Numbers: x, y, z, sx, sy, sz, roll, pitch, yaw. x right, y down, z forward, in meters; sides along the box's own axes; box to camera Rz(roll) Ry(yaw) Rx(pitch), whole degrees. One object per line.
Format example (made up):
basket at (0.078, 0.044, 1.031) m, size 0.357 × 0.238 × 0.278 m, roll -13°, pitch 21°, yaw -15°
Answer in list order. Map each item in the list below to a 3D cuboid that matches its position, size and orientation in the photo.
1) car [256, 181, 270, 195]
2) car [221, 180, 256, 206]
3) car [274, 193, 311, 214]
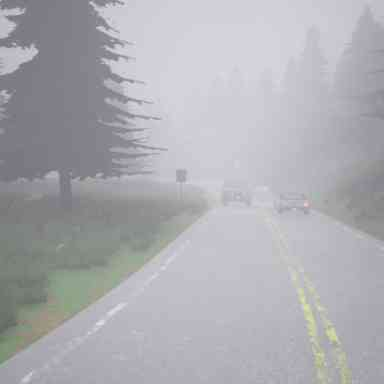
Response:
car at (6.642, -0.583, 36.390) m, size 1.895 × 1.301 × 4.718 m, roll -1°, pitch 12°, yaw -13°
car at (3.594, 0.027, 27.708) m, size 2.150 × 2.045 × 5.566 m, roll 1°, pitch 1°, yaw 2°
car at (6.642, 0.680, 22.439) m, size 1.895 × 1.301 × 4.718 m, roll 1°, pitch 3°, yaw 9°
